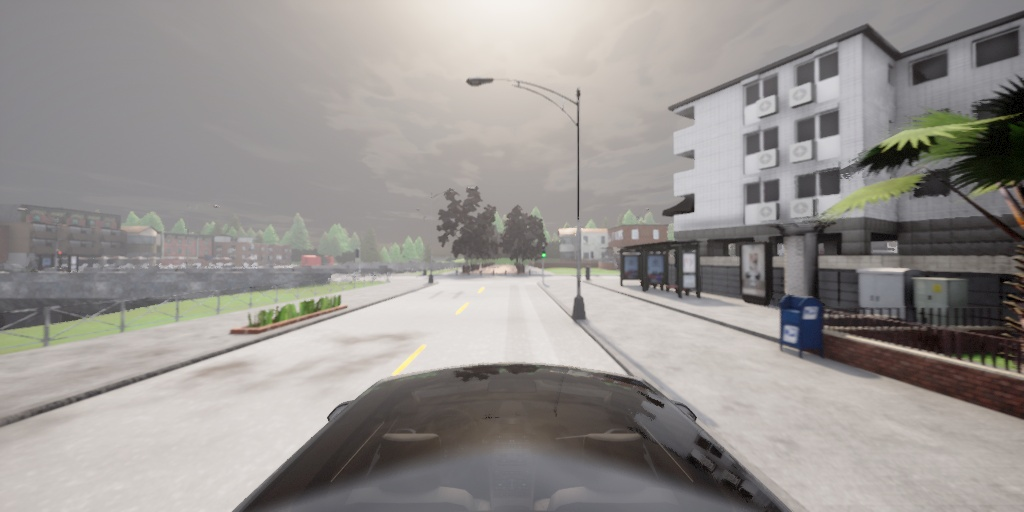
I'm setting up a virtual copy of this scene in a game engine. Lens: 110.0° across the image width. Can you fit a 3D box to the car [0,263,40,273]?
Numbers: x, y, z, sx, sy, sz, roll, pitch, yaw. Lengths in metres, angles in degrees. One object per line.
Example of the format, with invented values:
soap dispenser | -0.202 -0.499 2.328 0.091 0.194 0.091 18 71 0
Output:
car | -52.659 1.524 37.576 4.553 1.767 2.097 0 -1 0
